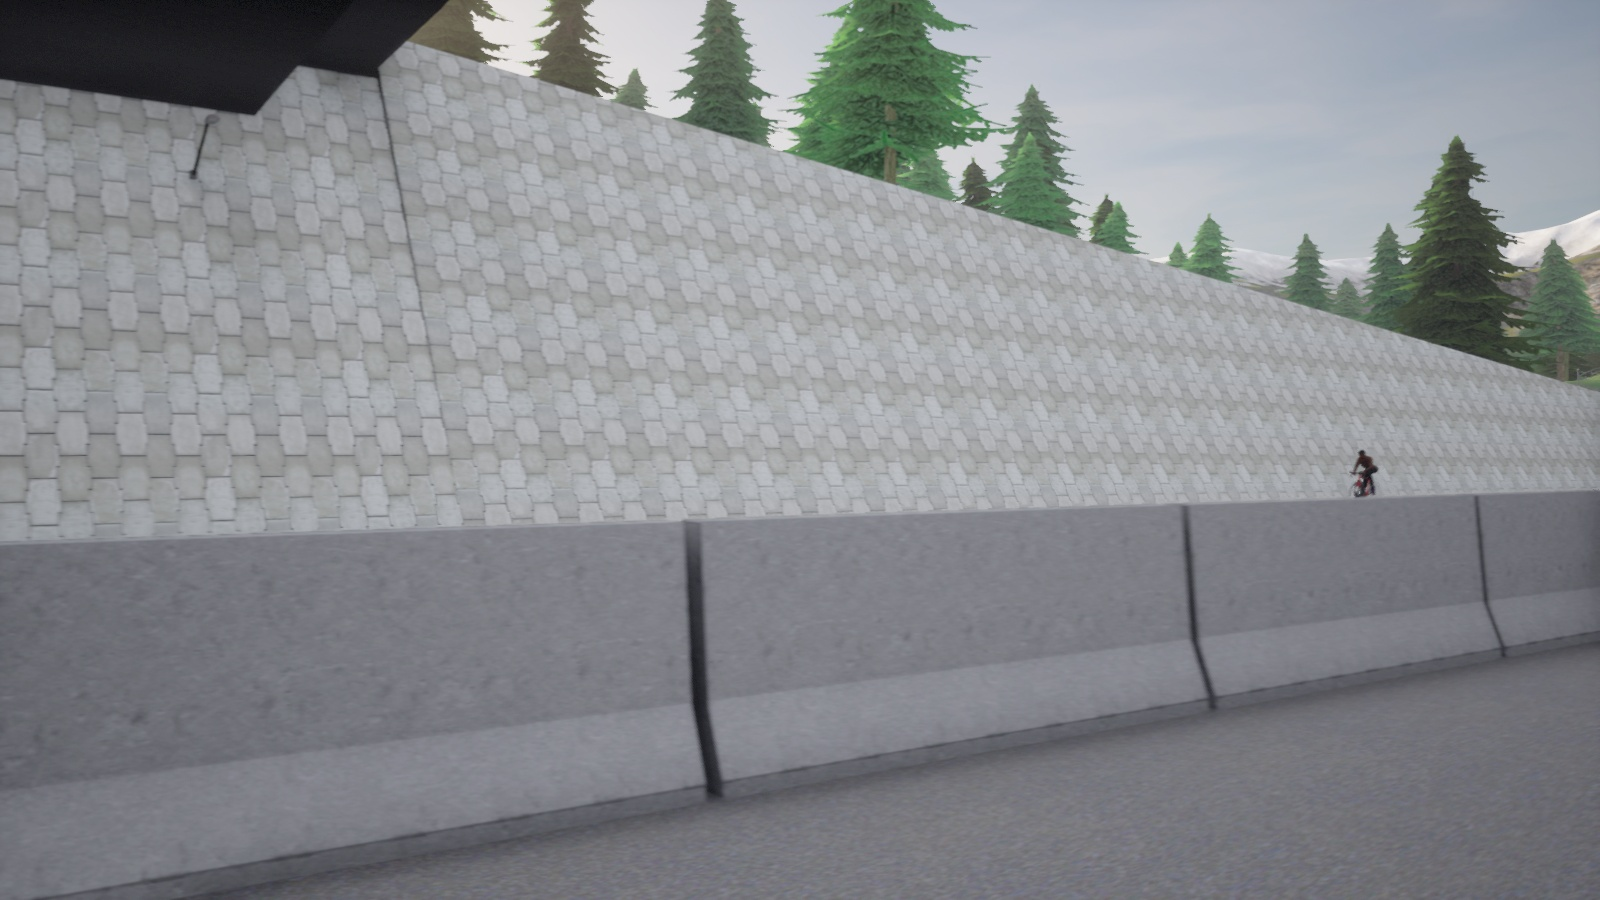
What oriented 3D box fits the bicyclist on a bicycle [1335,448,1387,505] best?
[{"bbox_3d":[16.193,0.752,36.251,1.656,1.620,0.582,-1,0,-35],"label":"bicyclist on a bicycle"}]
